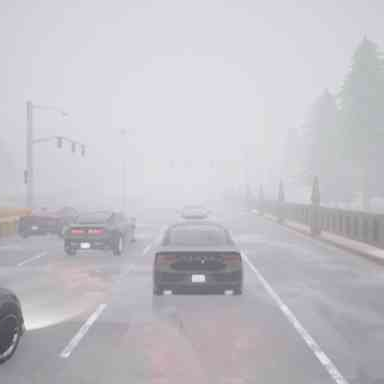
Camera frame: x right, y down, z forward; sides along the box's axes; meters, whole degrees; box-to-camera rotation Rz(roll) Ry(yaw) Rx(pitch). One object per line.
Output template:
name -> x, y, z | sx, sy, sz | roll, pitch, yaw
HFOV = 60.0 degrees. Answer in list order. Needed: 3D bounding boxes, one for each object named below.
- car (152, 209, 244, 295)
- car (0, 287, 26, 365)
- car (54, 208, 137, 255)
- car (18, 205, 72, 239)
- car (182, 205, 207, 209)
car -> 0.117, 1.437, 8.627 | 1.882, 1.535, 5.008 | 0, 0, 0
car -> -3.393, 1.548, 3.102 | 1.994, 1.385, 4.181 | 0, 0, 0
car -> -3.379, 1.443, 12.975 | 1.837, 1.490, 4.892 | 0, 0, 0
car -> -6.905, 1.397, 17.008 | 1.882, 1.535, 5.008 | 0, 0, -1
car -> 0.130, 1.441, 17.963 | 1.812, 1.442, 4.674 | 0, 0, 0
